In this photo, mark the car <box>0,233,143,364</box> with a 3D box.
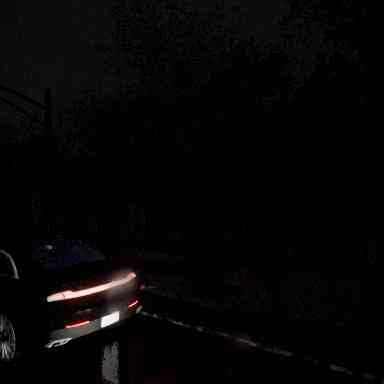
[{"bbox_3d":[-3.069,1.491,5.864,4.902,1.511,2.128,0,0,35],"label":"car"}]
